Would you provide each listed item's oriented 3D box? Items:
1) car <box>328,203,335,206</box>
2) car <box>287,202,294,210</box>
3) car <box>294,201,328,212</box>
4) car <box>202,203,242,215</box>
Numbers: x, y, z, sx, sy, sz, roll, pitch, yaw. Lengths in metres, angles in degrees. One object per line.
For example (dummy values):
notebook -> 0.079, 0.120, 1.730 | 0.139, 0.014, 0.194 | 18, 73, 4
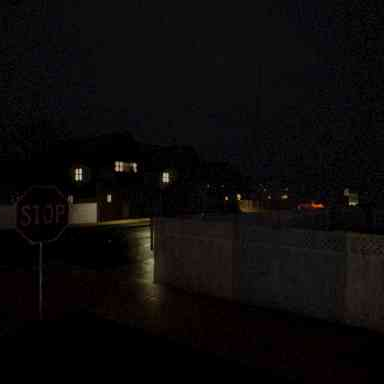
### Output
car -> 20.146, 2.190, 48.526 | 1.895, 1.301, 4.718 | 0, -1, 35
car -> 14.586, 1.989, 45.395 | 1.882, 1.535, 5.008 | 0, -1, 35
car -> 14.500, 1.815, 40.379 | 2.097, 1.767, 4.553 | 0, -1, 36
car -> 2.639, 1.771, 28.501 | 1.837, 1.490, 4.892 | 0, 0, 35
